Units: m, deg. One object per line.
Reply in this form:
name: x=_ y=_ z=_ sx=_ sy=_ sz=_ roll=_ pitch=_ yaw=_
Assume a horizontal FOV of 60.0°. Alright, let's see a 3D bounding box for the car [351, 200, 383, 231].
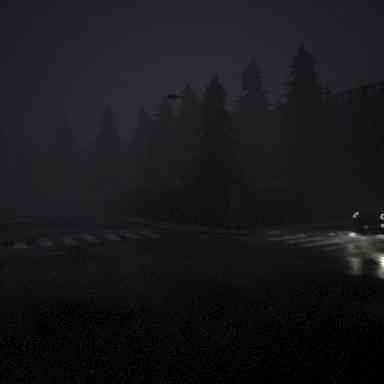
car: x=10.893 y=1.198 z=18.242 sx=4.553 sy=1.767 sz=2.097 roll=-1 pitch=0 yaw=-29
